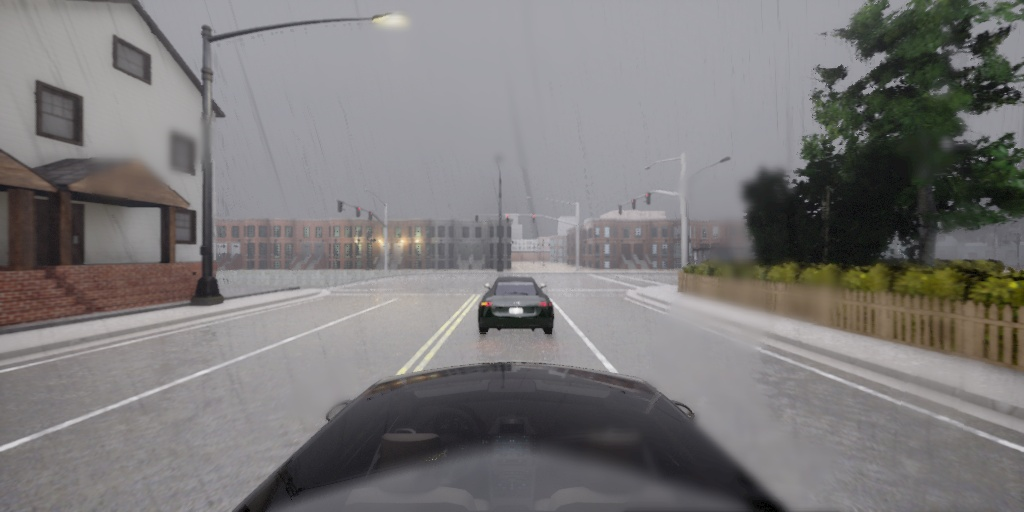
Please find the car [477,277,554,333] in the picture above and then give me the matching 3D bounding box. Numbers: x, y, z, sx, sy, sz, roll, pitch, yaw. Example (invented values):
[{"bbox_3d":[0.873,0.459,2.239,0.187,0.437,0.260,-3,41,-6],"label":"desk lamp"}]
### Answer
[{"bbox_3d":[0.099,1.292,10.618,1.994,1.385,4.181,0,0,0],"label":"car"}]
